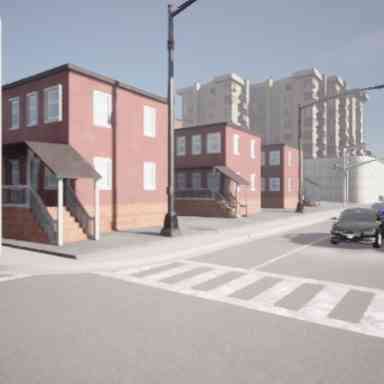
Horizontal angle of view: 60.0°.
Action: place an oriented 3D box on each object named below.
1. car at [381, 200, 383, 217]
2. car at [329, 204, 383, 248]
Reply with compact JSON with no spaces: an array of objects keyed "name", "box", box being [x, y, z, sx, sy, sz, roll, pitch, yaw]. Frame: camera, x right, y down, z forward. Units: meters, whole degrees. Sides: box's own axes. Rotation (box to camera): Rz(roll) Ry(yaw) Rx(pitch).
[{"name":"car","box":[19.091,1.479,31.110,1.882,1.535,5.008,0,0,36]},{"name":"car","box":[7.608,1.506,15.049,1.837,1.490,4.892,0,0,35]}]
